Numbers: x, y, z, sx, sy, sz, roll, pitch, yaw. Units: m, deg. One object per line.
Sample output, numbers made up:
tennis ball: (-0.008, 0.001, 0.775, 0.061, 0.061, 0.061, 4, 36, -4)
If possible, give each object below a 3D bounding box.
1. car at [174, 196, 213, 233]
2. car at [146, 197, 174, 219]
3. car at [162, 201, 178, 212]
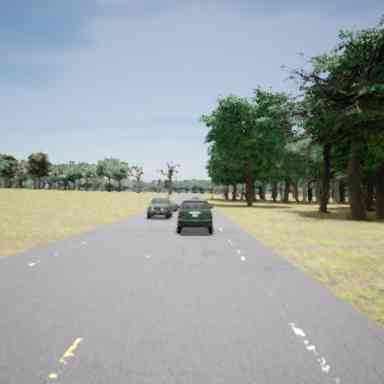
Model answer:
car: (0.201, 1.479, 21.769, 2.150, 2.045, 5.566, 0, -1, 1)
car: (-3.178, 1.568, 33.485, 2.150, 2.045, 5.566, 0, 0, 1)
car: (-3.048, 1.987, 46.315, 1.812, 1.442, 4.674, 0, 0, 1)
